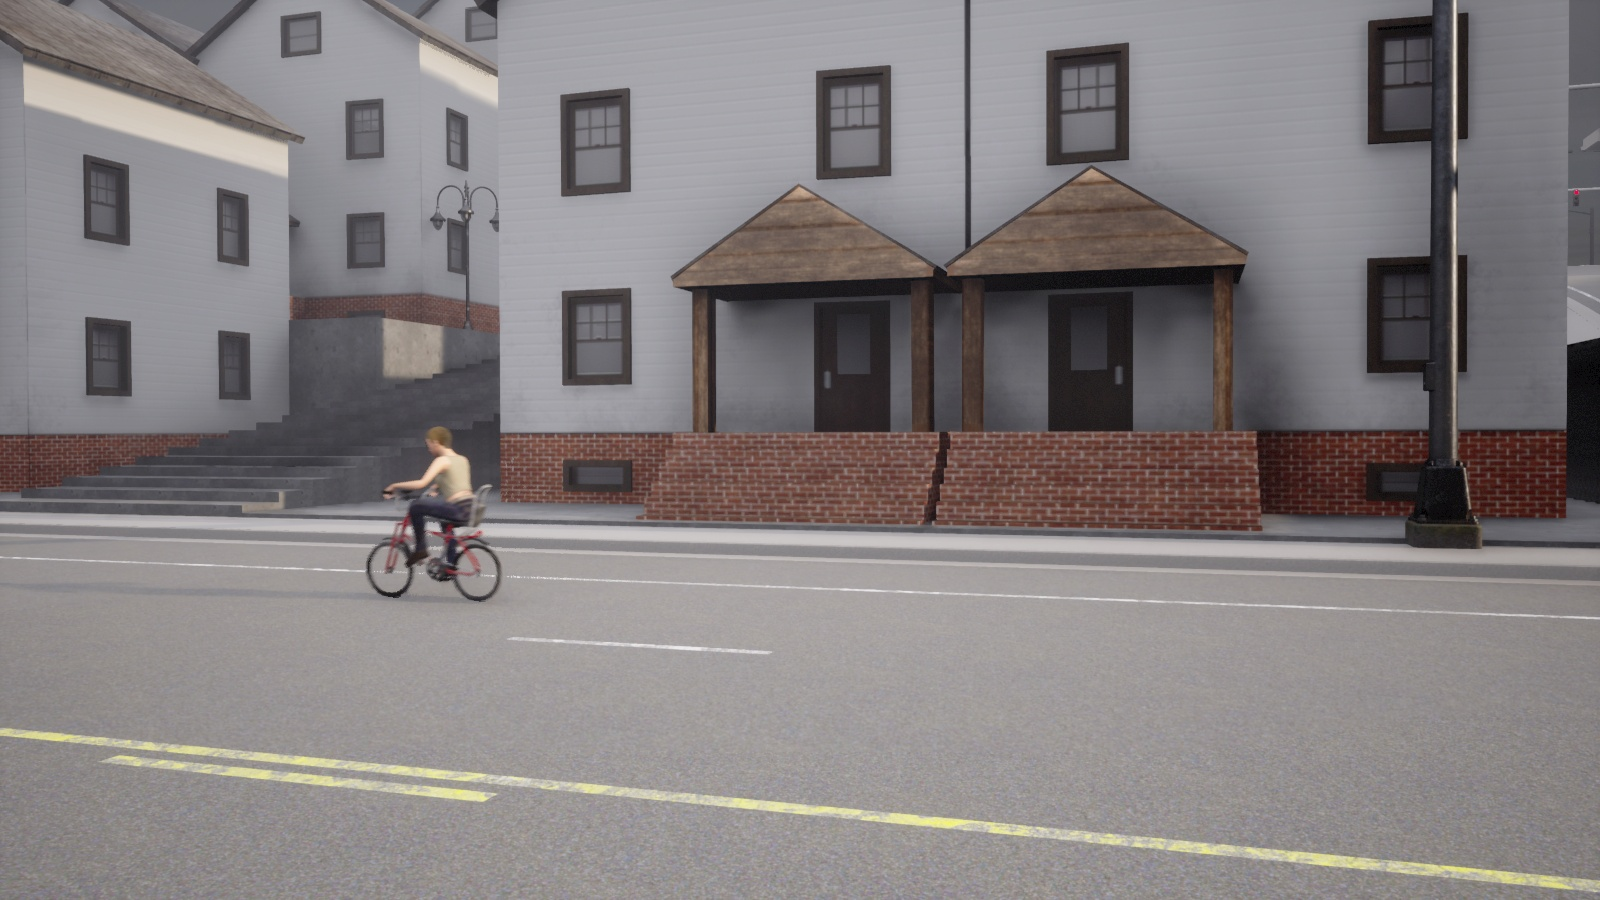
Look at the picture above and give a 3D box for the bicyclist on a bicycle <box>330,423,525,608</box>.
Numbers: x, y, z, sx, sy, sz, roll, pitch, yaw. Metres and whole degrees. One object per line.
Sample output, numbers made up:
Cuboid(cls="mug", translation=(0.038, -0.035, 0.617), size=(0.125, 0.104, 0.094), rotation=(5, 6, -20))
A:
Cuboid(cls="bicyclist on a bicycle", translation=(-3.442, 0.564, 11.648), size=(1.509, 1.612, 0.866), rotation=(0, 1, 20))
